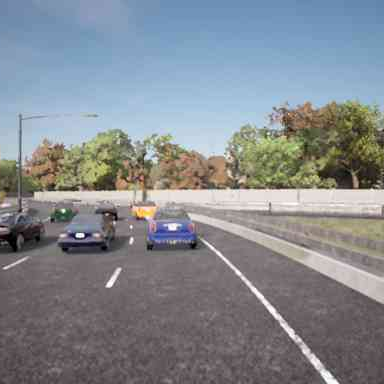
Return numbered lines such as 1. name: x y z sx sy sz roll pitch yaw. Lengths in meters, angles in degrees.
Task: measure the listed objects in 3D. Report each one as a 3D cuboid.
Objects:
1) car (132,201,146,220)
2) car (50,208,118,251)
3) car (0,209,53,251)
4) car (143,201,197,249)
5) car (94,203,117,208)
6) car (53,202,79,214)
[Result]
1. car: -4.442 1.650 31.335 2.097 1.767 4.553 0 -1 -16
2. car: -4.527 1.691 14.899 2.033 1.411 5.357 0 -1 -8
3. car: -8.045 1.636 14.722 2.128 1.511 4.902 0 0 -8
4. car: -1.076 1.498 15.461 2.097 1.767 4.553 0 -1 -8
5. car: -7.927 1.773 30.752 1.882 1.535 5.008 0 0 -17
6. car: -11.174 1.634 29.417 2.097 1.767 4.553 0 -1 -16
